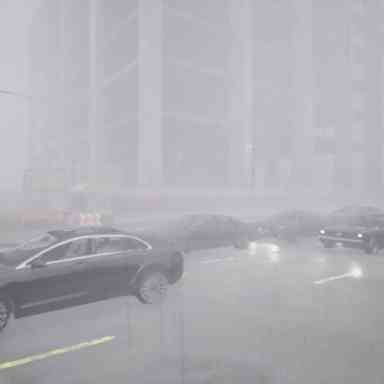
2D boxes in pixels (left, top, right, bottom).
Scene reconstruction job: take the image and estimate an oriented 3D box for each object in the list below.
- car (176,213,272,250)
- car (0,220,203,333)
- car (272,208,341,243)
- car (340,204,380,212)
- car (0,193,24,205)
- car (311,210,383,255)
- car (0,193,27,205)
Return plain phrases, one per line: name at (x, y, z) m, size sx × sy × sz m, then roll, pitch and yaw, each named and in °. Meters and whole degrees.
car at (0.383, 1.544, 12.859) m, size 5.357 × 1.411 × 2.033 m, roll 0°, pitch 0°, yaw -35°
car at (-2.424, 1.491, 6.560) m, size 4.902 × 1.511 × 2.128 m, roll 0°, pitch 0°, yaw -35°
car at (4.955, 1.559, 16.003) m, size 4.181 × 1.385 × 1.994 m, roll 0°, pitch 0°, yaw -36°
car at (9.443, 1.470, 19.272) m, size 5.008 × 1.535 × 1.882 m, roll 0°, pitch 0°, yaw -35°
car at (-30.648, 1.110, 56.260) m, size 3.866 × 1.878 × 1.905 m, roll 0°, pitch 0°, yaw -36°
car at (7.148, 1.595, 13.370) m, size 4.718 × 1.301 × 1.895 m, roll 0°, pitch 0°, yaw -35°
car at (-28.923, 1.110, 53.878) m, size 3.866 × 1.878 × 1.905 m, roll 0°, pitch 0°, yaw -36°
